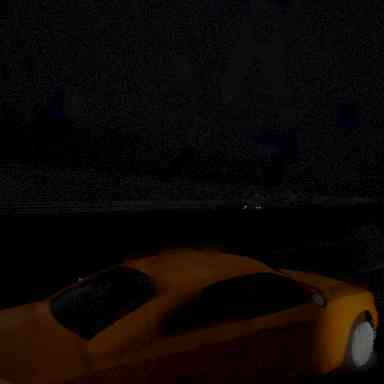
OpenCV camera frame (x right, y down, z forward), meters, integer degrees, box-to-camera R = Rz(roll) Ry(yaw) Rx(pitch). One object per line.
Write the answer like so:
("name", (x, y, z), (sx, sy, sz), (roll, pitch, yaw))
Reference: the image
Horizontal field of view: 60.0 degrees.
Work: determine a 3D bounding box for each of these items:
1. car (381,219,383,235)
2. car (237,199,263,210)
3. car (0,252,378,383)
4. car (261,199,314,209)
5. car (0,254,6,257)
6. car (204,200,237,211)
("car", (10.883, 1.523, 15.860), (4.902, 1.511, 2.128), (0, 0, -36))
("car", (6.741, 1.391, 30.361), (4.553, 1.767, 2.097), (0, 0, -36))
("car", (0.289, 1.482, 3.965), (5.008, 1.535, 1.882), (0, 0, -36))
("car", (8.169, 1.543, 27.081), (4.892, 1.490, 1.837), (0, 0, -36))
("car", (-3.819, 1.564, 5.331), (4.181, 1.385, 1.994), (0, 0, -36))
("car", (3.417, 1.514, 32.286), (5.008, 1.535, 1.882), (0, 0, -36))
